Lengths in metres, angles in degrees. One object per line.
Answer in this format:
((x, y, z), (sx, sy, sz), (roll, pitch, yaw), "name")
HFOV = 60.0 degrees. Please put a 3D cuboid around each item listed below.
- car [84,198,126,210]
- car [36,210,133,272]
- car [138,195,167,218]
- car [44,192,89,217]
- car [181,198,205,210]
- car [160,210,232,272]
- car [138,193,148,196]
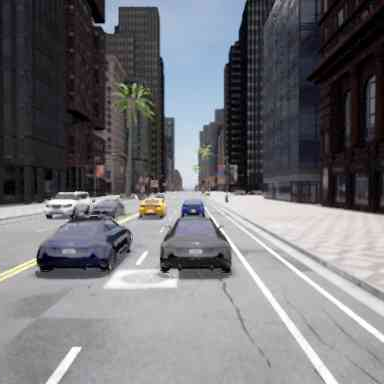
((-6.604, 1.328, 26.686), (2.033, 1.411, 5.357), (0, 0, 0), "car")
((-3.151, 1.477, 10.527), (1.994, 1.385, 4.181), (0, 0, 0), "car")
((-3.154, 1.251, 27.589), (1.882, 1.535, 5.008), (0, 0, 0), "car")
((-9.853, 1.004, 26.877), (2.150, 2.045, 5.566), (0, 0, 0), "car")
((0.097, 1.250, 27.586), (1.882, 1.535, 5.008), (0, 0, 0), "car")
((0.099, 1.477, 10.492), (1.994, 1.385, 4.181), (0, 0, 0), "car")
((-9.766, 0.981, 67.133), (1.837, 1.490, 4.892), (0, 1, 0), "car")
